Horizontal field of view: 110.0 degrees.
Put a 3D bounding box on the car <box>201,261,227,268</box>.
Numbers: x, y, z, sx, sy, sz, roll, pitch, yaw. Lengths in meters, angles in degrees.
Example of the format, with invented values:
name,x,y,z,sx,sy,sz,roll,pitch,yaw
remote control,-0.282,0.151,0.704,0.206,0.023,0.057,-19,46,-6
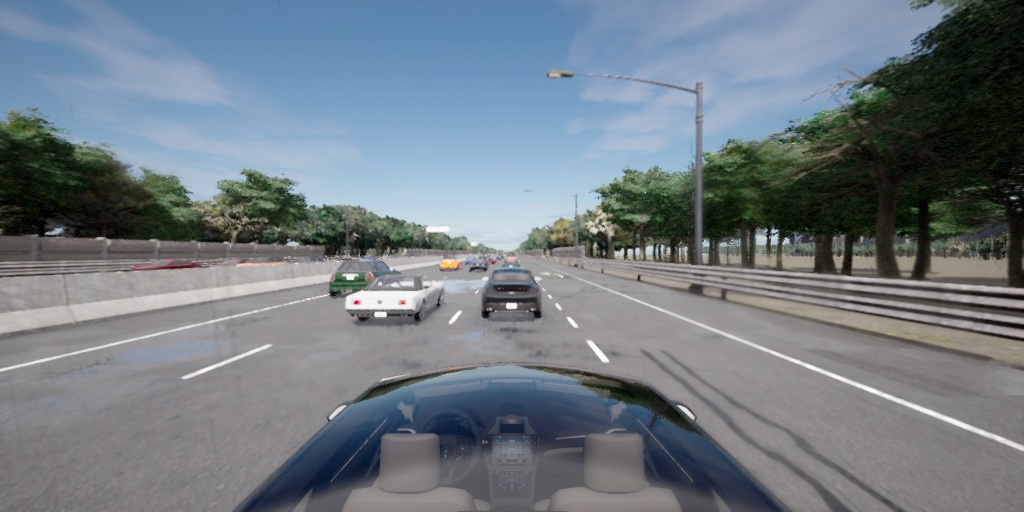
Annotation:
name,x,y,z,sx,sy,sz,roll,pitch,yaw
car,-24.644,1.003,31.998,1.812,1.442,4.674,0,0,0

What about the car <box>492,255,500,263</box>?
name,x,y,z,sx,sy,sz,roll,pitch,yaw
car,-3.672,0.805,63.602,1.895,1.301,4.718,0,0,0

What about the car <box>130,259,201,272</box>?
name,x,y,z,sx,sy,sz,roll,pitch,yaw
car,-28.147,0.980,29.372,1.882,1.535,5.008,0,1,0

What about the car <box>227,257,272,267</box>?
name,x,y,z,sx,sy,sz,roll,pitch,yaw
car,-21.148,0.843,30.413,2.097,1.767,4.553,0,0,0

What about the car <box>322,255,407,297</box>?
name,x,y,z,sx,sy,sz,roll,pitch,yaw
car,-7.027,0.950,17.695,2.097,1.767,4.553,0,1,0

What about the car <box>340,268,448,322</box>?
name,x,y,z,sx,sy,sz,roll,pitch,yaw
car,-3.513,1.254,11.804,1.895,1.301,4.718,0,1,0

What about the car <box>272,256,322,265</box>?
name,x,y,z,sx,sy,sz,roll,pitch,yaw
car,-17.650,0.840,30.526,2.097,1.767,4.553,0,0,0

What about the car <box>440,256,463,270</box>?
name,x,y,z,sx,sy,sz,roll,pitch,yaw
car,-7.102,0.734,42.329,2.097,1.767,4.553,0,0,0

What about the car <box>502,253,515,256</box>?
name,x,y,z,sx,sy,sz,roll,pitch,yaw
car,-0.171,0.555,63.537,2.097,1.767,4.553,0,0,0

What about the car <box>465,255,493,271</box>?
name,x,y,z,sx,sy,sz,roll,pitch,yaw
car,-3.597,0.950,39.813,2.033,1.411,5.357,0,0,0

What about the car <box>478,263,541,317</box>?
name,x,y,z,sx,sy,sz,roll,pitch,yaw
car,-0.016,1.150,12.626,1.837,1.490,4.892,0,1,0

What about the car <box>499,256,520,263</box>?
name,x,y,z,sx,sy,sz,roll,pitch,yaw
car,-0.091,0.973,38.953,1.994,1.385,4.181,0,0,0
